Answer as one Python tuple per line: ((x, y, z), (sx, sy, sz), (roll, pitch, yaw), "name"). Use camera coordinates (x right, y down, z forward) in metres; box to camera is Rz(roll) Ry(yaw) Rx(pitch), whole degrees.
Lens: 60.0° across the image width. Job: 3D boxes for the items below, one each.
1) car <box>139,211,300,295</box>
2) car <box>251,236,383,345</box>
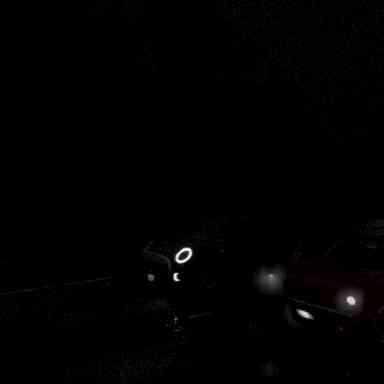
((0.891, 1.361, 8.917), (4.553, 1.767, 2.097), (0, 0, -35), "car")
((3.579, 1.608, 6.536), (4.718, 1.301, 1.895), (0, 0, -35), "car")
